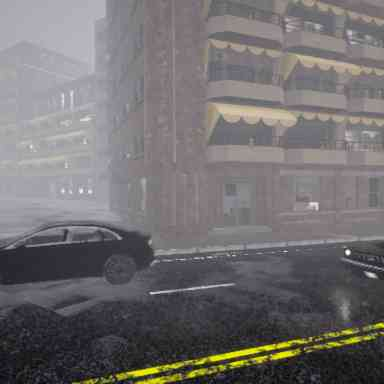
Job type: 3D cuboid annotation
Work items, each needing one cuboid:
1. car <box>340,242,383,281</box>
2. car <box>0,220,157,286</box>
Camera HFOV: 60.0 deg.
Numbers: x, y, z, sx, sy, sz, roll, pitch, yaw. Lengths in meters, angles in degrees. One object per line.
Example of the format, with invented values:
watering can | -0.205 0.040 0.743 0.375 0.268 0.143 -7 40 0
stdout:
car | 6.178 1.600 8.478 4.718 1.301 1.895 0 0 -21
car | -3.337 1.492 8.302 4.902 1.511 2.128 0 0 -21
